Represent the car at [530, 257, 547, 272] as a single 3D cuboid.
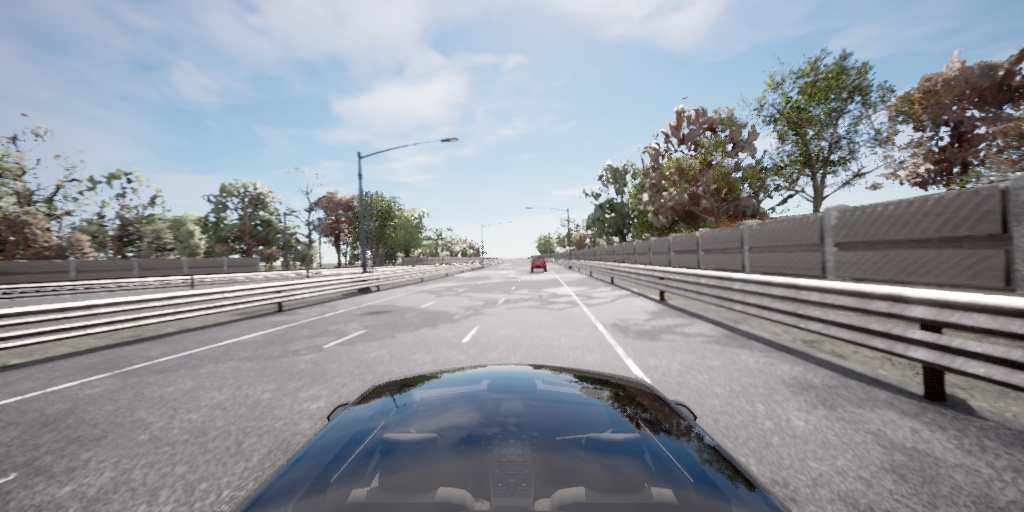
[{"bbox_3d":[3.772,1.167,50.341,2.150,2.045,5.566,-3,-2,4],"label":"car"}]
